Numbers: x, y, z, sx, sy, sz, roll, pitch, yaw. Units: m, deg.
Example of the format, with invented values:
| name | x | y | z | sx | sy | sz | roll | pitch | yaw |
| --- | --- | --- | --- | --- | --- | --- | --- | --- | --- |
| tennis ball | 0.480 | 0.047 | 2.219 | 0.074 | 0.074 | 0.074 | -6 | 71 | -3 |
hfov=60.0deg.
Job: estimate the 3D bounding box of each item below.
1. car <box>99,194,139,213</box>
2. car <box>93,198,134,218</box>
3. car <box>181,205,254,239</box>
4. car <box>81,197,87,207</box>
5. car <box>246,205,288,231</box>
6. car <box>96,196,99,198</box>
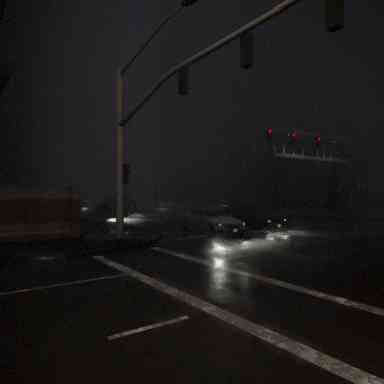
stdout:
| name | x | y | z | sx | sy | sz | roll | pitch | yaw |
| --- | --- | --- | --- | --- | --- | --- | --- | --- | --- |
| car | -7.949 | 1.225 | 36.918 | 2.150 | 2.045 | 5.566 | 0 | 0 | -36 |
| car | -7.230 | 1.564 | 29.915 | 1.994 | 1.385 | 4.181 | 0 | 0 | -36 |
| car | 0.986 | 1.525 | 17.640 | 1.812 | 1.442 | 4.674 | 0 | 0 | -27 |
| car | -17.425 | 1.351 | 50.173 | 2.097 | 1.767 | 4.553 | 0 | 0 | -35 |
| car | 3.416 | 1.548 | 21.099 | 2.033 | 1.411 | 5.357 | 0 | 0 | -36 |
| car | -16.830 | 1.478 | 61.608 | 1.882 | 1.535 | 5.008 | 0 | 0 | -36 |
